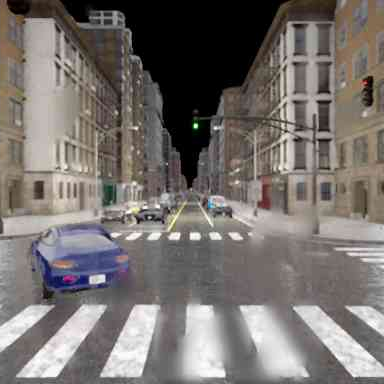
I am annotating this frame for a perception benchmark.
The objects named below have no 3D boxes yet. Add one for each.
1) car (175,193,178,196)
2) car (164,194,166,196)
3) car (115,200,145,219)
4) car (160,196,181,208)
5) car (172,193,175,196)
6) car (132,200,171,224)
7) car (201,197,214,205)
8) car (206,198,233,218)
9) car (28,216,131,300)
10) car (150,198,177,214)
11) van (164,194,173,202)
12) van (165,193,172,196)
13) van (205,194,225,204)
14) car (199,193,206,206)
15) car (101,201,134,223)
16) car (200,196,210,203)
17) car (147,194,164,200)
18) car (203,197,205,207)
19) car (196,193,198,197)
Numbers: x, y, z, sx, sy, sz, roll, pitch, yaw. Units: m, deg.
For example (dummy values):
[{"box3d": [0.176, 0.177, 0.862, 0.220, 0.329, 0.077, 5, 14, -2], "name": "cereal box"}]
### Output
[{"box3d": [-5.501, 1.491, 89.111, 2.008, 1.369, 4.403, 0, 0, 0], "name": "car"}, {"box3d": [-5.444, 1.490, 51.097, 1.752, 1.417, 4.829, 0, 0, 0], "name": "car"}, {"box3d": [-5.411, 1.505, 29.473, 1.752, 1.417, 4.829, 0, 0, 0], "name": "car"}, {"box3d": [-2.868, 1.534, 43.361, 1.994, 1.385, 4.181, 0, 0, 0], "name": "car"}, {"box3d": [-5.476, 1.266, 72.892, 2.192, 1.841, 5.009, 0, 0, 0], "name": "car"}, {"box3d": [-2.874, 1.547, 24.574, 1.994, 1.385, 4.181, 0, 0, 0], "name": "car"}, {"box3d": [2.614, 1.527, 56.680, 1.947, 1.339, 4.313, 0, 0, 0], "name": "car"}, {"box3d": [2.623, 1.530, 29.648, 2.008, 1.369, 4.403, 0, 0, 0], "name": "car"}, {"box3d": [-2.962, 1.507, 8.415, 1.812, 1.442, 4.674, 0, 0, -30], "name": "car"}, {"box3d": [-2.870, 1.578, 33.389, 1.895, 1.301, 4.718, 0, 0, 0], "name": "car"}, {"box3d": [-5.484, 1.289, 78.299, 1.690, 1.788, 3.998, 0, 0, 0], "name": "van"}, {"box3d": [-5.468, 1.296, 67.486, 1.690, 1.788, 3.998, 0, 0, 0], "name": "van"}, {"box3d": [2.621, 1.317, 35.055, 1.690, 1.788, 3.998, 0, 0, 0], "name": "van"}, {"box3d": [2.616, 1.280, 51.273, 2.192, 1.841, 5.009, 0, 0, 0], "name": "car"}, {"box3d": [-5.403, 1.534, 24.237, 2.008, 1.369, 4.403, 0, 0, 0], "name": "car"}, {"box3d": [2.611, 1.480, 67.661, 1.752, 1.417, 4.829, 0, 0, 0], "name": "car"}, {"box3d": [-5.436, 1.408, 45.862, 1.967, 1.590, 4.097, 0, 0, 0], "name": "car"}, {"box3d": [2.619, 1.554, 40.461, 1.802, 1.307, 4.206, 0, 0, 0], "name": "car"}, {"box3d": [2.606, 1.489, 83.711, 1.887, 1.381, 4.507, 0, 0, 0], "name": "car"}]
